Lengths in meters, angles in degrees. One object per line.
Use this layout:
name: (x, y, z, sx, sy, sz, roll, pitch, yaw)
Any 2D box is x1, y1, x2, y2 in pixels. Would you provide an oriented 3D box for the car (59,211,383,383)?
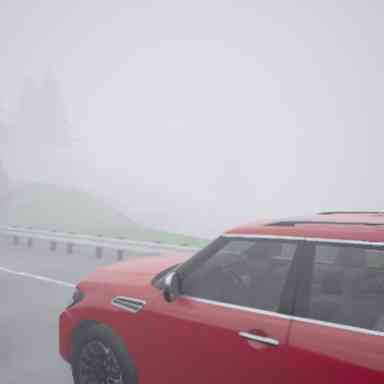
car: (1.140, 1.212, 3.084, 5.566, 2.045, 2.150, 0, 0, 35)
